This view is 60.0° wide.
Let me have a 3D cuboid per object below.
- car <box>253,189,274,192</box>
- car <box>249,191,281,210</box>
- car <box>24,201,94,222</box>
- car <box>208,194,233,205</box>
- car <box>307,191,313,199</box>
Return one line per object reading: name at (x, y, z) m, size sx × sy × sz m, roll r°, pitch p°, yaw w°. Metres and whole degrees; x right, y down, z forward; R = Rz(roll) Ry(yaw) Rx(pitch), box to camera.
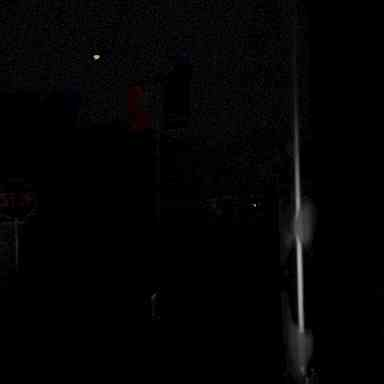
car at (9.496, 0.609, 42.451) m, size 2.150 × 2.045 × 5.566 m, roll -2°, pitch 0°, yaw 35°
car at (7.395, 0.955, 33.771) m, size 1.837 × 1.490 × 4.892 m, roll -2°, pitch 0°, yaw 35°
car at (-10.243, 1.444, 25.929) m, size 2.033 × 1.411 × 5.357 m, roll -2°, pitch 0°, yaw 35°
car at (4.031, 1.064, 46.244) m, size 1.812 × 1.442 × 4.674 m, roll -2°, pitch 0°, yaw 35°
car at (22.762, 0.449, 61.398) m, size 2.128 × 1.511 × 4.902 m, roll -2°, pitch 0°, yaw 36°
